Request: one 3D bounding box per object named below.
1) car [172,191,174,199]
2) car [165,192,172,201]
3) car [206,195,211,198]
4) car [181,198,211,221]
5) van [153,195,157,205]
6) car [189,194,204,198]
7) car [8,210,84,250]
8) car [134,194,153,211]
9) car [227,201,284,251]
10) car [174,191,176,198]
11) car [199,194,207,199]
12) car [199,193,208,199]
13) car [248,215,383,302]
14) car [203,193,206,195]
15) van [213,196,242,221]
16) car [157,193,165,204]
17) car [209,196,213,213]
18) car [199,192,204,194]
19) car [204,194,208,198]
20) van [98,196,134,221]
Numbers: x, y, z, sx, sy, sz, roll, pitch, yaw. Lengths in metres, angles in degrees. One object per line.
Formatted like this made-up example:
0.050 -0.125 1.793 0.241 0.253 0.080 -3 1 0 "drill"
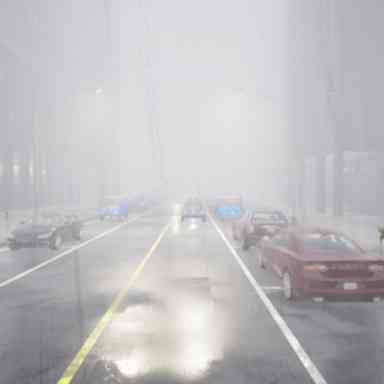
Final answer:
-5.736 0.991 75.337 1.967 1.590 4.097 0 0 0 "car"
-5.738 1.146 69.728 1.947 1.339 4.313 0 0 0 "car"
2.776 1.337 36.077 1.947 1.339 4.313 0 0 0 "car"
0.109 1.387 25.024 2.033 1.411 5.357 0 0 0 "car"
-5.747 1.076 41.680 1.690 1.788 3.998 0 0 0 "van"
0.113 1.308 40.336 1.994 1.385 4.181 0 0 0 "car"
-5.758 1.463 13.634 2.008 1.369 4.403 0 0 0 "car"
-5.749 1.211 36.071 1.967 1.590 4.097 0 0 0 "car"
2.768 1.352 13.640 1.967 1.590 4.097 0 0 0 "car"
-5.734 0.836 80.945 2.192 1.841 5.009 0 0 0 "car"
2.793 1.074 86.557 1.802 1.307 4.206 0 0 0 "car"
2.791 0.961 80.948 1.967 1.590 4.097 0 0 0 "car"
2.766 1.493 8.031 1.887 1.381 4.507 0 0 0 "car"
2.779 1.226 47.465 1.752 1.417 4.829 0 0 0 "car"
2.772 1.182 24.857 1.690 1.788 3.998 0 0 0 "van"
-5.744 1.196 52.729 1.752 1.417 4.829 0 0 0 "car"
2.774 1.351 30.468 1.887 1.381 4.507 0 0 0 "car"
2.787 1.131 69.730 2.008 1.369 4.403 0 0 0 "car"
2.778 1.260 41.856 1.752 1.417 4.829 0 0 0 "car"
-5.753 1.182 24.852 1.690 1.788 3.998 0 0 0 "van"
